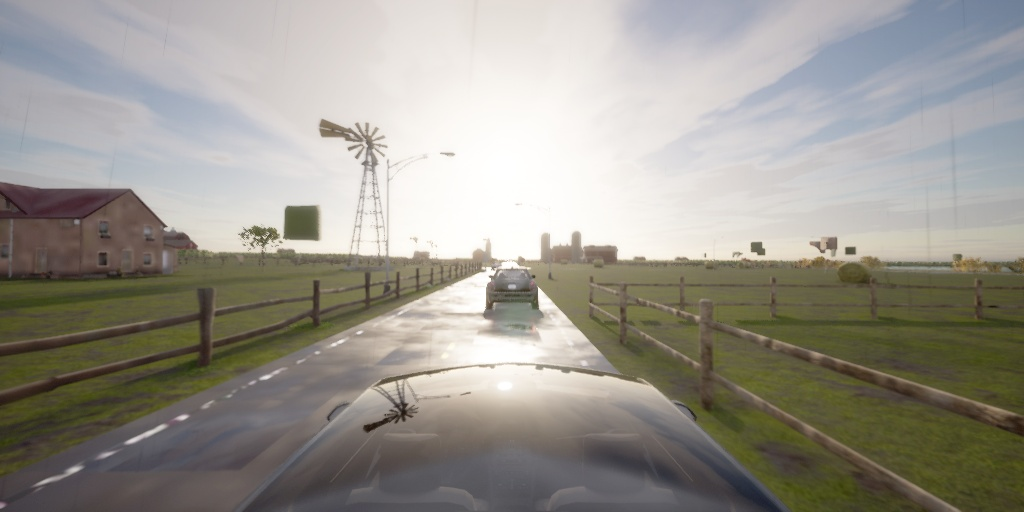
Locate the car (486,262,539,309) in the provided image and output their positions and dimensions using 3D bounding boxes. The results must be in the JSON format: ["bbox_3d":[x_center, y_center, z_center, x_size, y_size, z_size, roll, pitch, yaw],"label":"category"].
[{"bbox_3d":[0.008,1.233,15.936,2.097,1.767,4.553,0,-1,0],"label":"car"}]
